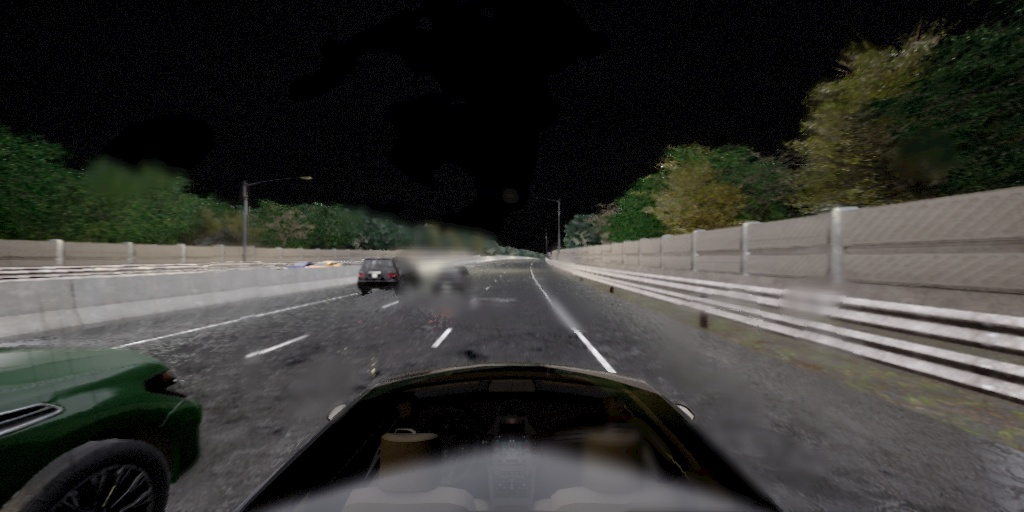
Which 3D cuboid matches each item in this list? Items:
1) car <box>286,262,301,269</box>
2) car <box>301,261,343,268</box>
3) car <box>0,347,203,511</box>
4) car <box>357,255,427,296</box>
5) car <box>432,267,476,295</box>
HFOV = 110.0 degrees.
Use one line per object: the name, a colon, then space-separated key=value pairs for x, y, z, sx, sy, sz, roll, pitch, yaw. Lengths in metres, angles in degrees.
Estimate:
car: x=-23.930 y=1.400 z=41.195 sx=1.812 sy=1.442 sz=4.674 roll=0 pitch=0 yaw=2
car: x=-20.502 y=1.357 z=39.449 sx=1.882 sy=1.535 sz=5.008 roll=0 pitch=0 yaw=2
car: x=-3.390 y=0.955 z=0.276 sx=2.150 sy=2.045 sz=5.566 roll=0 pitch=0 yaw=0
car: x=-6.760 y=1.075 z=20.431 sx=2.150 sy=2.045 sz=5.566 roll=0 pitch=0 yaw=1
car: x=-3.256 y=1.364 z=20.485 sx=1.837 sy=1.490 sz=4.892 roll=0 pitch=0 yaw=1
